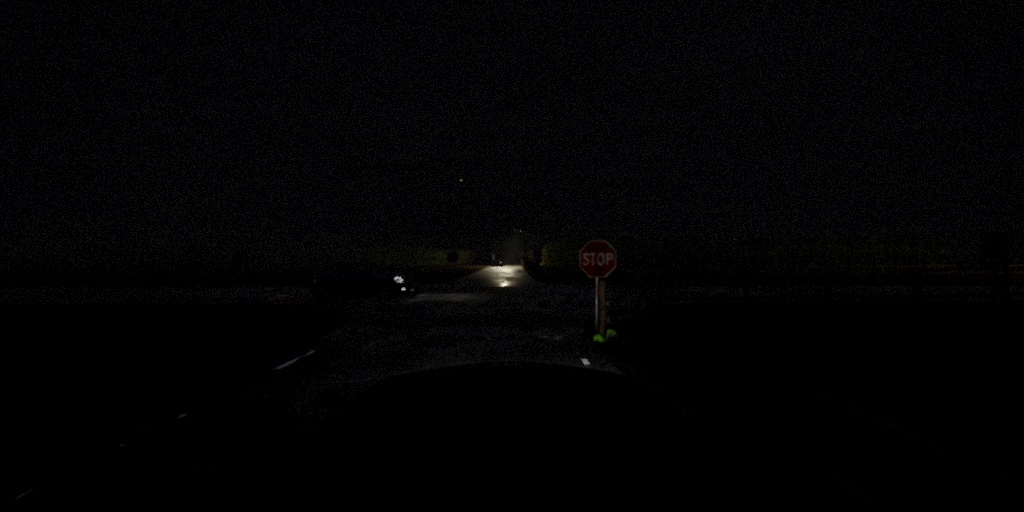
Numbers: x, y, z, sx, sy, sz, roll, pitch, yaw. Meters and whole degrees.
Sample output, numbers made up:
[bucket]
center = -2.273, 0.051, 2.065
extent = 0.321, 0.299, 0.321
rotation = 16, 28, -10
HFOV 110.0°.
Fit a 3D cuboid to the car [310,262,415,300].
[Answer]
[car]
center = -7.124, 1.085, 17.442
extent = 4.553, 1.767, 2.097
rotation = 0, 2, 0
